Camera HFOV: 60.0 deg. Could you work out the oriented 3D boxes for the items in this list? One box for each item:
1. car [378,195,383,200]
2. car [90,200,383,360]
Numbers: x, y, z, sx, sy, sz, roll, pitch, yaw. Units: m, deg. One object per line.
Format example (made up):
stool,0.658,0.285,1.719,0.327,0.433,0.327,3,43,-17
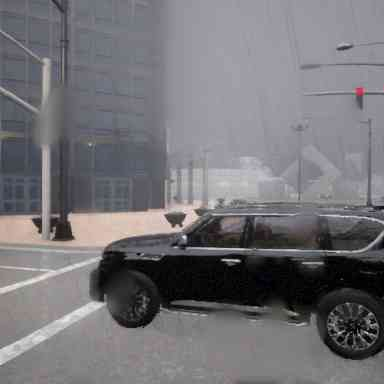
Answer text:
car,45.908,1.409,78.122,1.837,1.490,4.892,0,0,-10
car,0.990,1.218,5.874,5.566,2.045,2.150,0,0,18
